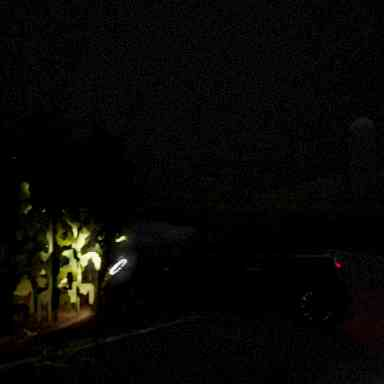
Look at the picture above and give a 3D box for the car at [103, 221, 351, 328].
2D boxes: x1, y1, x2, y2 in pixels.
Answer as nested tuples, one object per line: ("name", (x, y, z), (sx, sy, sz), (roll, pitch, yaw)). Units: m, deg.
("car", (0.583, 1.389, 6.730), (4.553, 1.767, 2.097), (0, 0, 5))
